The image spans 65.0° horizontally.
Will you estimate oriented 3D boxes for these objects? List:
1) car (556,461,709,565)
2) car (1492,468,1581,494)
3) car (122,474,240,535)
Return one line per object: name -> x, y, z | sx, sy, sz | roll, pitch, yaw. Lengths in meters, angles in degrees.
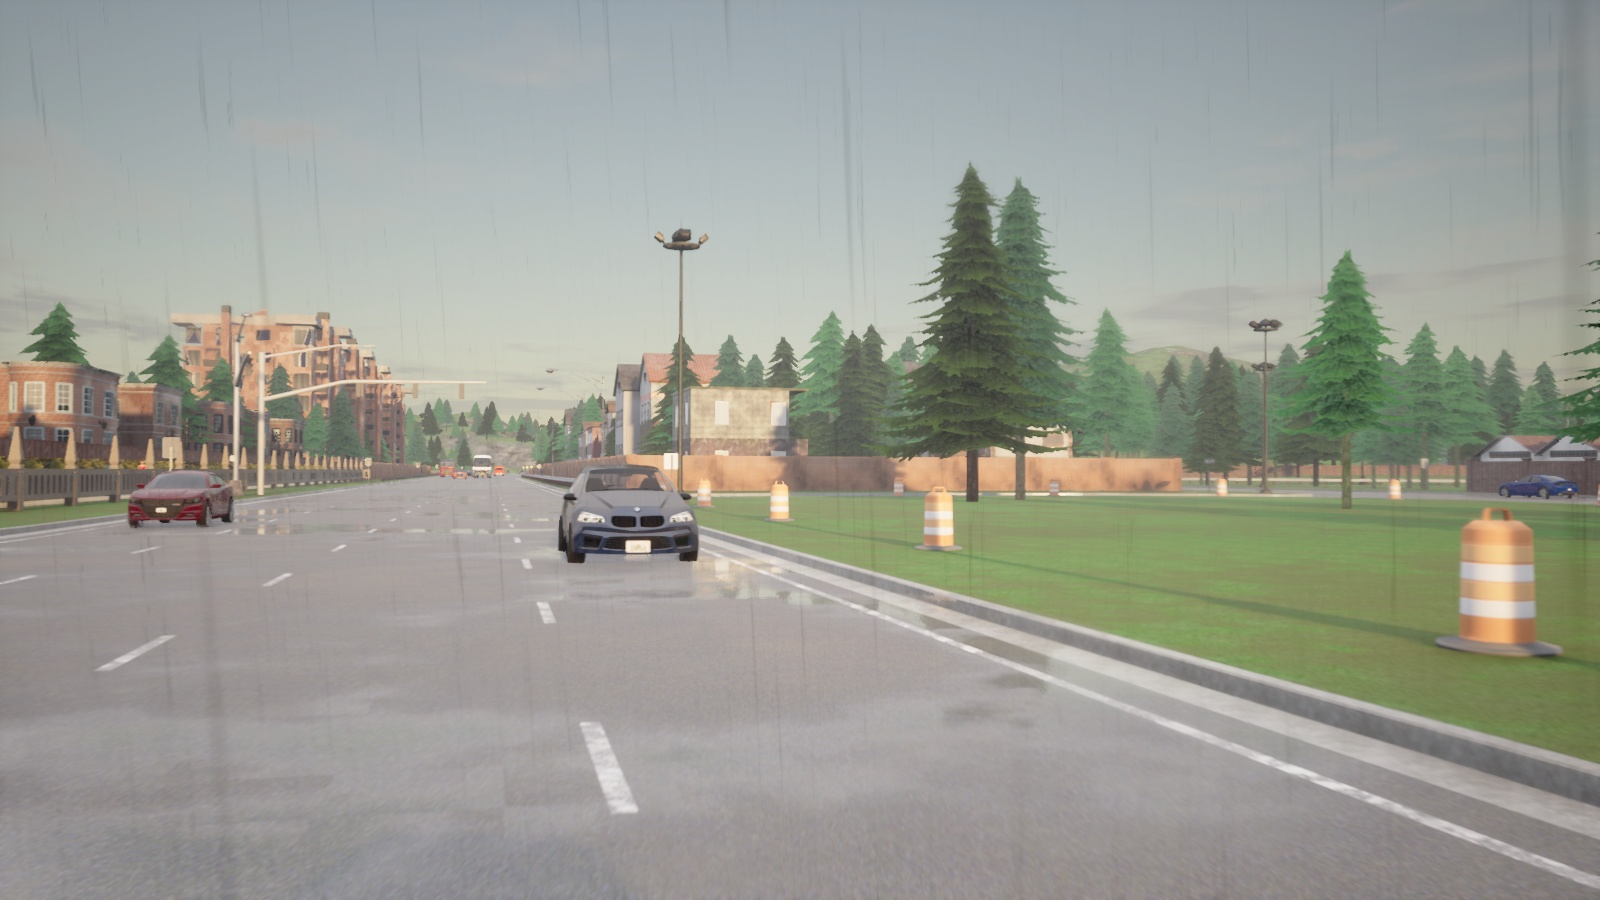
car -> -3.149, 1.051, 22.674 | 2.242, 1.667, 4.611 | 0, -1, -14
car -> 46.424, 1.933, 79.266 | 1.882, 1.535, 5.008 | 0, -1, -14
car -> -16.894, 1.437, 34.528 | 1.882, 1.535, 5.008 | 0, -1, -14
